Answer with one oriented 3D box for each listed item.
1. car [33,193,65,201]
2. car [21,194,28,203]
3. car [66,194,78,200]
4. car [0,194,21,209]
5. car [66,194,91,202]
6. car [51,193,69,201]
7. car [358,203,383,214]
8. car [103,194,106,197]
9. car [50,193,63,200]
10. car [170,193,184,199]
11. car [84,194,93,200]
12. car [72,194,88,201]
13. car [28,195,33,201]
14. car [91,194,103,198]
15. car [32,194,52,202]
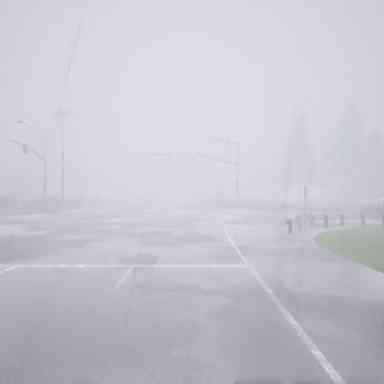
[{"bbox_3d":[-21.181,1.282,49.552,1.882,1.535,5.008,0,0,0],"label":"car"},{"bbox_3d":[-31.618,1.103,61.392,2.097,1.767,4.553,0,0,0],"label":"car"},{"bbox_3d":[-29.259,1.218,81.184,1.994,1.385,4.181,0,0,-10],"label":"car"},{"bbox_3d":[-24.675,1.311,42.971,1.882,1.535,5.008,0,0,0],"label":"car"},{"bbox_3d":[-21.157,1.101,62.056,2.097,1.767,4.553,0,0,0],"label":"car"},{"bbox_3d":[-28.170,1.065,71.141,2.097,1.767,4.553,0,0,0],"label":"car"},{"bbox_3d":[17.359,1.386,29.326,4.902,1.511,2.128,0,0,8],"label":"car"},{"bbox_3d":[-22.307,1.161,82.137,1.837,1.490,4.892,0,0,-10],"label":"car"},{"bbox_3d":[-32.667,1.024,80.396,2.097,1.767,4.553,0,0,-10],"label":"car"},{"bbox_3d":[-3.938,0.959,95.174,2.097,1.767,4.553,0,0,-18],"label":"car"},{"bbox_3d":[-26.562,1.243,85.262,1.895,1.301,4.718,0,0,-14],"label":"car"},{"bbox_3d":[-24.821,1.237,74.007,2.033,1.411,5.357,0,0,-3],"label":"car"},{"bbox_3d":[-28.126,1.256,62.102,1.837,1.490,4.892,0,0,0],"label":"car"},{"bbox_3d":[-21.187,1.232,71.576,1.812,1.442,4.674,0,0,0],"label":"car"},{"bbox_3d":[-31.670,1.238,70.502,2.128,1.511,4.902,0,0,0],"label":"car"}]
